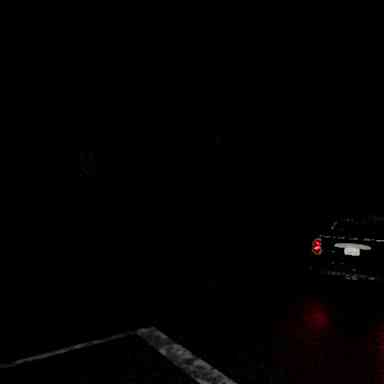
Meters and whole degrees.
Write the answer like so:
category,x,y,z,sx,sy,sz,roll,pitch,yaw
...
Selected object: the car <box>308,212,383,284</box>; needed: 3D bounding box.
category,x,y,z,sx,sy,sz,roll,pitch,yaw
car,4.838,1.378,9.242,2.097,1.767,4.553,0,0,35
